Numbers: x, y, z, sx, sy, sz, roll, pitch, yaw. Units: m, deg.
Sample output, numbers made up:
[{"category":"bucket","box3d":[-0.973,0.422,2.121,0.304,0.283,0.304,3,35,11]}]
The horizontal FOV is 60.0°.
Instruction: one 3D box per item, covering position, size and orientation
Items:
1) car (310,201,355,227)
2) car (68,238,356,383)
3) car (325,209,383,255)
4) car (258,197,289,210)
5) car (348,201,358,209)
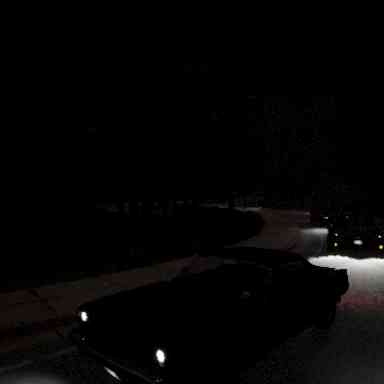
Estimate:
[{"category":"car","box3d":[9.608,1.576,23.479,1.837,1.490,4.892,0,0,10]},{"category":"car","box3d":[0.676,1.620,5.142,1.895,1.301,4.718,0,0,44]},{"category":"car","box3d":[6.665,1.604,13.616,1.994,1.385,4.181,0,0,23]},{"category":"car","box3d":[10.998,1.502,45.223,2.097,1.767,4.553,0,0,-27]},{"category":"car","box3d":[14.153,1.599,31.893,1.837,1.490,4.892,0,0,3]}]
